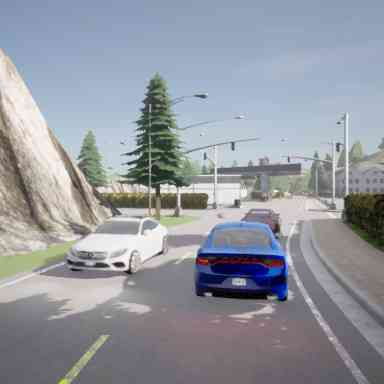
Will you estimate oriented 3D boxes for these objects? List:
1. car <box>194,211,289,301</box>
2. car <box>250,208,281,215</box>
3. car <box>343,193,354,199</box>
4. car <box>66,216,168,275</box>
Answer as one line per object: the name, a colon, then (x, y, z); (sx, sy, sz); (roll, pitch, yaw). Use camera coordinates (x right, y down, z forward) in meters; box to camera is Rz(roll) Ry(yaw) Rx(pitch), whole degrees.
car: (1.287, 1.478, 8.474); (1.882, 1.535, 5.008); (0, 0, 10)
car: (3.687, 1.564, 17.664); (1.994, 1.385, 4.181); (0, 0, 17)
car: (40.162, 1.077, 82.998); (3.866, 1.878, 1.905); (0, 0, 19)
car: (-2.090, 1.526, 10.670); (1.812, 1.442, 4.674); (0, 0, 12)
